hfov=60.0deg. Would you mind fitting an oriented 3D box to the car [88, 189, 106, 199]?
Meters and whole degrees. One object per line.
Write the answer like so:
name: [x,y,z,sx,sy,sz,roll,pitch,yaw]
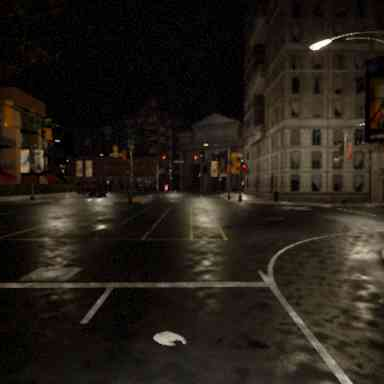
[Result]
car: [-15.092,0.271,53.236,1.837,1.490,4.892,0,1,0]
